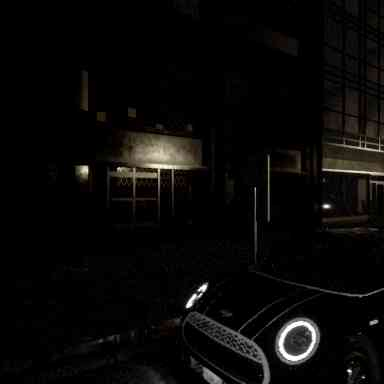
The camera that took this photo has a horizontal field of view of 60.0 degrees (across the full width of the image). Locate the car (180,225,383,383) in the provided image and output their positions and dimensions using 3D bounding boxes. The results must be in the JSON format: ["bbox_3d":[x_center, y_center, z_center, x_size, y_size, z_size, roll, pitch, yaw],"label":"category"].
[{"bbox_3d":[2.064,1.351,4.746,4.553,1.767,2.097,0,0,-34],"label":"car"}]
